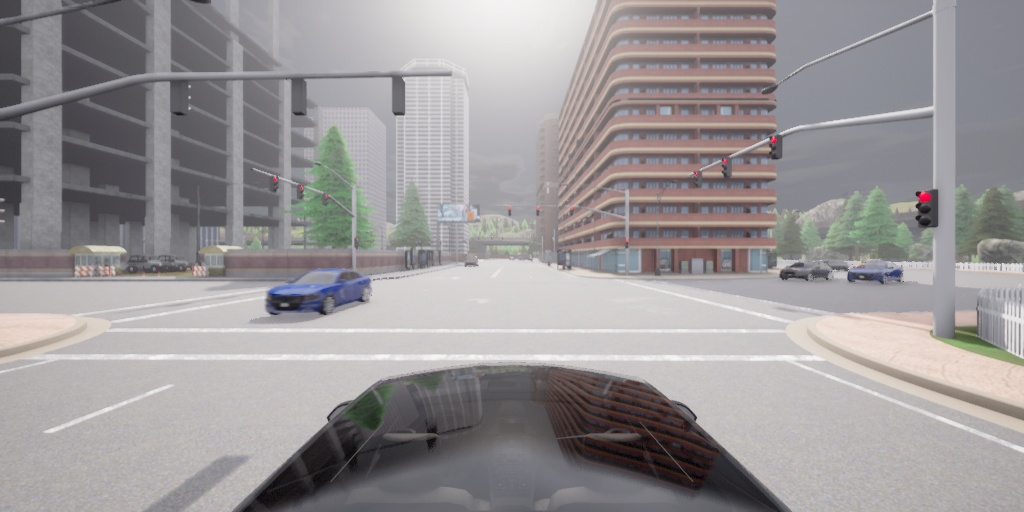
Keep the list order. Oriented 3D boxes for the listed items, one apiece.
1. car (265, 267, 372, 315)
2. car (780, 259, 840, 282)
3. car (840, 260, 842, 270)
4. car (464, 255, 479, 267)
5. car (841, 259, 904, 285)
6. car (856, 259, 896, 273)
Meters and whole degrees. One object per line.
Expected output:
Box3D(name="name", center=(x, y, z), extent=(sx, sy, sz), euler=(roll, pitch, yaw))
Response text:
Box3D(name="car", center=(-7.000, 1.224, 13.532), extent=(1.882, 1.535, 5.008), euler=(0, 0, 0))
Box3D(name="car", center=(23.014, 1.178, 27.990), extent=(4.892, 1.490, 1.837), euler=(0, 0, -26))
Box3D(name="car", center=(39.726, 1.166, 44.204), extent=(1.837, 1.490, 4.892), euler=(0, 0, 27))
Box3D(name="car", center=(-7.008, 1.028, 62.230), extent=(2.097, 1.767, 4.553), euler=(0, 0, 0))
Box3D(name="car", center=(25.943, 1.153, 25.548), extent=(5.008, 1.535, 1.882), euler=(0, 0, -29))
Box3D(name="car", center=(42.466, 1.139, 41.944), extent=(1.882, 1.535, 5.008), euler=(0, 0, 28))
